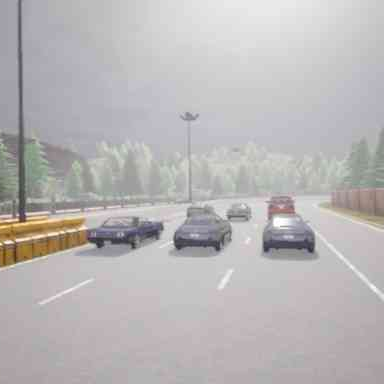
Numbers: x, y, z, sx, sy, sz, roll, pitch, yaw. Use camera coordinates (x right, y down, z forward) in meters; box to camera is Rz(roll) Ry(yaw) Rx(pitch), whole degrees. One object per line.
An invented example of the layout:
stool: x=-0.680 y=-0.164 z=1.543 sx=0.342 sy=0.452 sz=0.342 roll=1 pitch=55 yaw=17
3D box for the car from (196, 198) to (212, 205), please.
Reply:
car: x=2.697 y=2.067 z=72.617 sx=1.895 sy=1.301 sz=4.718 roll=-1 pitch=0 yaw=23

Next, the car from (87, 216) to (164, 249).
car: x=-2.847 y=1.752 z=15.531 sx=1.895 sy=1.301 sz=4.718 roll=-1 pitch=0 yaw=14

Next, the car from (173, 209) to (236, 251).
car: x=0.592 y=1.661 z=14.851 sx=1.994 sy=1.385 sz=4.181 roll=-1 pitch=0 yaw=14

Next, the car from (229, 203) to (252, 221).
car: x=4.149 y=1.692 z=29.124 sx=2.033 sy=1.411 sz=5.357 roll=-1 pitch=0 yaw=14

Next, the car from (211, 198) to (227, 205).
car: x=5.772 y=1.966 z=70.914 sx=1.994 sy=1.385 sz=4.181 roll=-1 pitch=0 yaw=23

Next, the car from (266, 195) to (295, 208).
car: x=7.546 y=1.306 z=28.303 sx=2.150 sy=2.045 sz=5.566 roll=-1 pitch=0 yaw=14

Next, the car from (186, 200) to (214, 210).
car: x=0.832 y=1.694 z=30.275 sx=2.128 sy=1.511 sz=4.902 roll=-1 pitch=0 yaw=14

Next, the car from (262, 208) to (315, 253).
car: x=3.993 y=1.605 z=14.022 sx=1.994 sy=1.385 sz=4.181 roll=-1 pitch=0 yaw=14
